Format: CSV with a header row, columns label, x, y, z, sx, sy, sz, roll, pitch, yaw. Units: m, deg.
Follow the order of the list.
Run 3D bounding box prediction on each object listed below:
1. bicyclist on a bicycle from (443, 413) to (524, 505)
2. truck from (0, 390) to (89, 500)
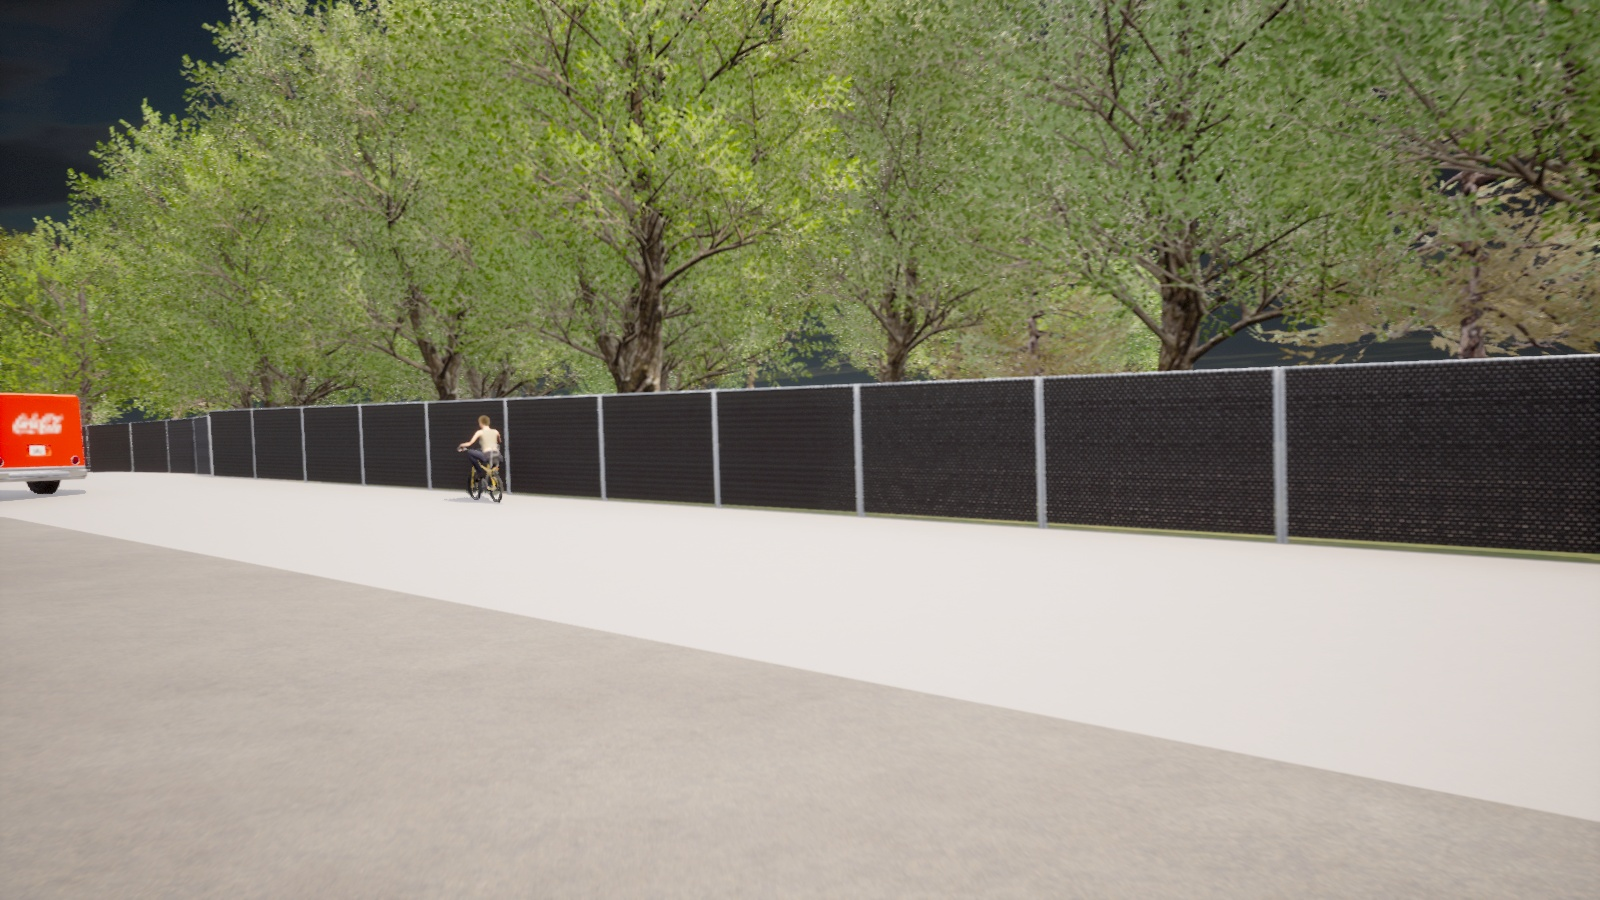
label,x,y,z,sx,sy,sz,roll,pitch,yaw
bicyclist on a bicycle,-5.886,0.146,23.322,0.866,1.612,1.509,-4,3,-37
truck,-19.954,-0.135,29.914,5.204,2.467,2.627,0,1,23
